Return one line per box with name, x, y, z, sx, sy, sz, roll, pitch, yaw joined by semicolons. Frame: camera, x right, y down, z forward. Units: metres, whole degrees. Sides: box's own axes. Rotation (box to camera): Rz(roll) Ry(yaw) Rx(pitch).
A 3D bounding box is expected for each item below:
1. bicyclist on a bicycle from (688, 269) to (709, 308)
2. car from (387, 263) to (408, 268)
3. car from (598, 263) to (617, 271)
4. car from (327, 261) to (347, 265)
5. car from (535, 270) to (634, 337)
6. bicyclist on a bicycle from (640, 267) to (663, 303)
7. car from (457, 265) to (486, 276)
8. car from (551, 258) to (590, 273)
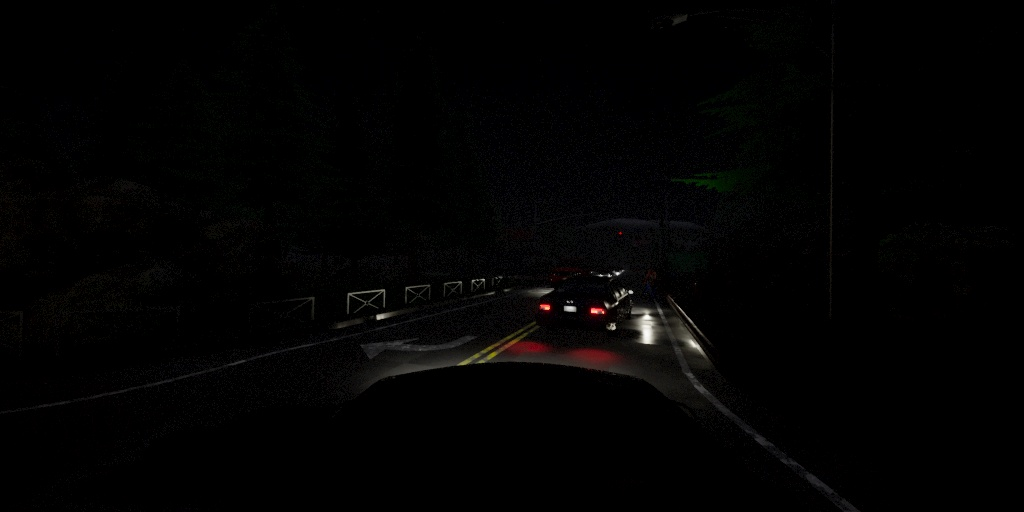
bicyclist on a bicycle;7.888;1.353;15.108;1.656;1.620;0.582;1;-1;-34
car;-14.727;1.622;48.159;4.181;1.385;1.994;1;-1;20
car;13.784;2.041;52.616;2.033;1.411;5.357;1;-1;20
car;-24.494;1.469;51.998;5.357;1.411;2.033;1;-1;23
car;2.313;1.276;10.289;2.033;1.411;5.357;1;-1;24
bicyclist on a bicycle;6.444;1.340;16.492;1.656;1.620;0.582;1;-1;-31
car;-5.331;1.756;44.752;4.181;1.385;1.994;1;-1;20
car;4.310;1.190;25.882;2.150;2.045;5.566;1;-1;19
